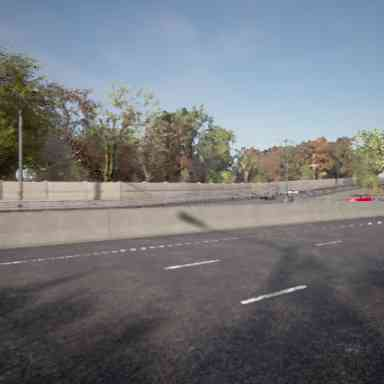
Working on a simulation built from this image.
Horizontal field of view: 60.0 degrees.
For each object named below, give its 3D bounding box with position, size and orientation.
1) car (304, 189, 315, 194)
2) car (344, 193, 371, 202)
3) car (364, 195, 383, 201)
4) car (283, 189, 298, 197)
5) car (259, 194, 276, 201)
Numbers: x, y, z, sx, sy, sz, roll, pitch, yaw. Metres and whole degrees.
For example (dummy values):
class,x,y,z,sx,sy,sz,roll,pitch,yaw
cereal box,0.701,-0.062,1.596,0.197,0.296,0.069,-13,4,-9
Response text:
class,x,y,z,sx,sy,sz,roll,pitch,yaw
car,31.575,-0.177,88.983,2.033,1.411,5.357,0,3,36
car,26.583,1.228,52.951,5.566,2.045,2.150,0,0,-35
car,28.706,1.554,50.162,5.357,1.411,2.033,0,0,-35
car,22.591,0.258,75.924,2.150,2.045,5.566,0,2,33
car,14.272,0.980,62.587,1.895,1.301,4.718,0,1,31
